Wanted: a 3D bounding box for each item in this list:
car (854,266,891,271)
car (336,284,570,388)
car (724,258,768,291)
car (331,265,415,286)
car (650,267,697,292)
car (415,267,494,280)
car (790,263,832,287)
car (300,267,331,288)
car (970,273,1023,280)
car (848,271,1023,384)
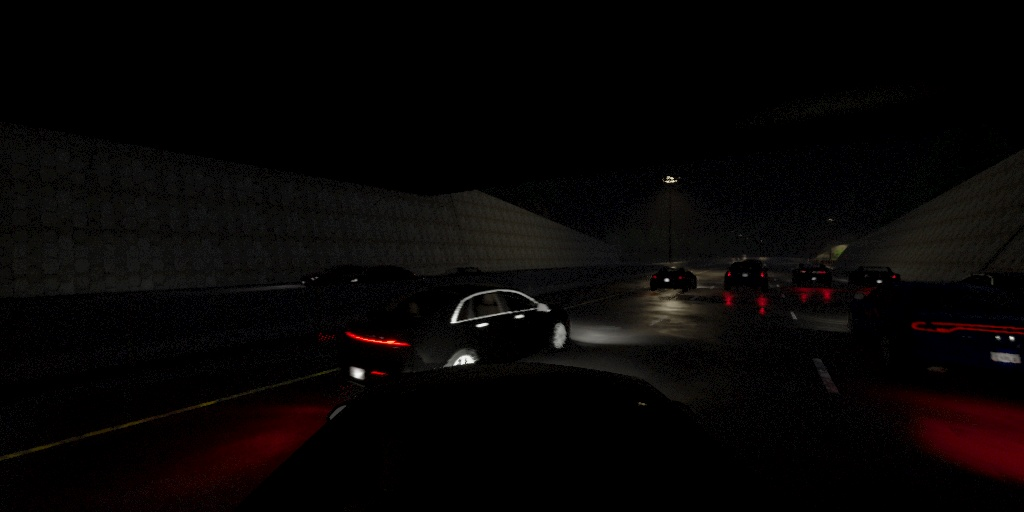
[{"bbox_3d":[25.028,1.351,24.986,1.895,1.301,4.718,0,0,35],"label":"car"},{"bbox_3d":[-0.616,1.255,6.623,1.837,1.490,4.892,0,0,35],"label":"car"},{"bbox_3d":[14.432,1.103,22.036,2.097,1.767,4.553,0,0,35],"label":"car"},{"bbox_3d":[-7.771,1.276,21.145,1.812,1.442,4.674,0,0,35],"label":"car"},{"bbox_3d":[9.672,1.314,21.339,1.994,1.385,4.181,0,0,35],"label":"car"},{"bbox_3d":[-3.181,1.351,21.627,1.895,1.301,4.718,0,0,35],"label":"car"},{"bbox_3d":[20.650,1.240,24.831,2.128,1.511,4.902,0,0,35],"label":"car"},{"bbox_3d":[-10.853,1.276,22.846,1.812,1.442,4.674,0,0,35],"label":"car"},{"bbox_3d":[15.349,1.254,11.132,1.837,1.490,4.892,0,0,35],"label":"car"},{"bbox_3d":[8.118,1.227,6.895,1.882,1.535,5.008,0,0,35],"label":"car"}]
